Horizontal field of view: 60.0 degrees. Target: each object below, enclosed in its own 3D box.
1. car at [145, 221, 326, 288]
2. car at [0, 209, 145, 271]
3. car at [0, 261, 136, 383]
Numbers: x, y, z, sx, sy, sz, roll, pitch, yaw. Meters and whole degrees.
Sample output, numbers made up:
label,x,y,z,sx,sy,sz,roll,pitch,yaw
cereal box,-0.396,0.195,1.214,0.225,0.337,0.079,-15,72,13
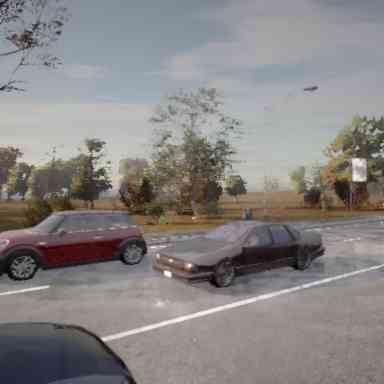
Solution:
label,x,y,z,sx,sy,sz,roll,pitch,yaw
car,1.595,1.548,9.430,5.357,1.411,2.033,0,0,-36
car,-3.685,1.352,9.962,4.553,1.767,2.097,0,0,-36
car,-2.374,1.564,2.048,4.181,1.385,1.994,0,0,-36
